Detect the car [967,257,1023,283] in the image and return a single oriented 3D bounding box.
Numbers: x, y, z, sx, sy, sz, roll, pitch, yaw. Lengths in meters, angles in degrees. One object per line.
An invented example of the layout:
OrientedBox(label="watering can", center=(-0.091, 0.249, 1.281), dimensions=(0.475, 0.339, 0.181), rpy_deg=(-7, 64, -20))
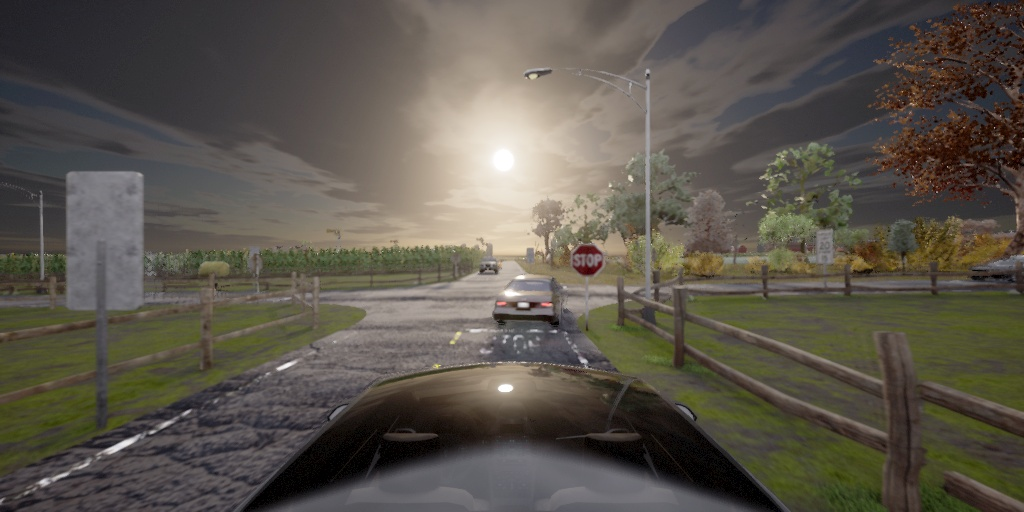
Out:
OrientedBox(label="car", center=(29.891, 0.761, 21.041), dimensions=(4.892, 1.490, 1.837), rpy_deg=(-1, 0, 1))

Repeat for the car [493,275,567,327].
OrientedBox(label="car", center=(0.755, 1.327, 11.787), dimensions=(2.033, 1.411, 5.357), rpy_deg=(0, 0, 11))

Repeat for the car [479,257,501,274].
OrientedBox(label="car", center=(-2.856, 1.125, 45.520), dimensions=(2.150, 2.045, 5.566), rpy_deg=(0, 0, 0))
